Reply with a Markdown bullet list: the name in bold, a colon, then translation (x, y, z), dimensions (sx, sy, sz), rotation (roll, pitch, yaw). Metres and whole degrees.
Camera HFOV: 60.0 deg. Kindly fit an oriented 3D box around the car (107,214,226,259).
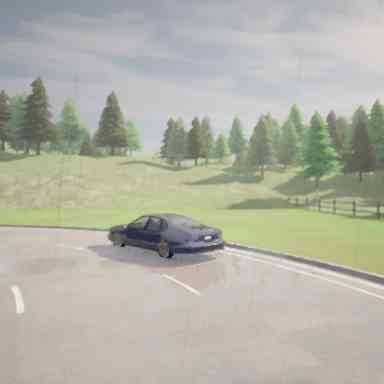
- **car**: translation (-1.197, 1.544, 12.693), dimensions (2.033, 1.411, 5.357), rotation (0, 0, -43)
